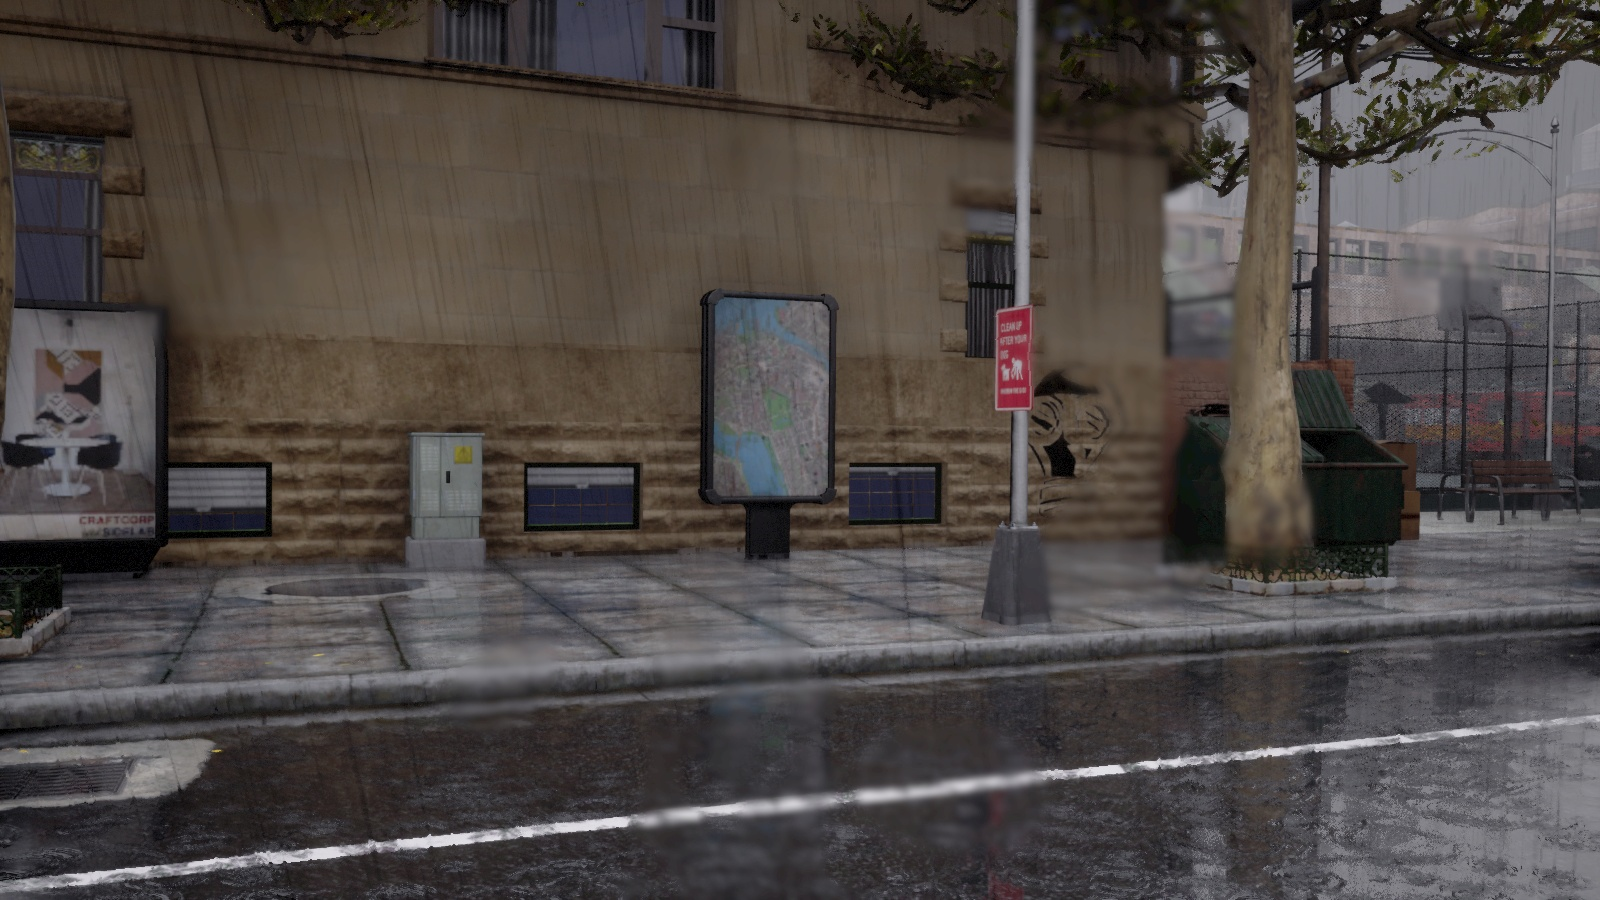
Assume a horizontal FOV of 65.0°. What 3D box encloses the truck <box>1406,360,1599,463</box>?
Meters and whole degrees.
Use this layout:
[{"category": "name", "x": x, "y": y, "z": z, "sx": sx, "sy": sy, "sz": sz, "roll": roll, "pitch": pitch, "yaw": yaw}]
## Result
[{"category": "truck", "x": 29.217, "y": -1.515, "z": 51.191, "sx": 2.891, "sy": 3.827, "sz": 8.468, "roll": -1, "pitch": 1, "yaw": -21}]
